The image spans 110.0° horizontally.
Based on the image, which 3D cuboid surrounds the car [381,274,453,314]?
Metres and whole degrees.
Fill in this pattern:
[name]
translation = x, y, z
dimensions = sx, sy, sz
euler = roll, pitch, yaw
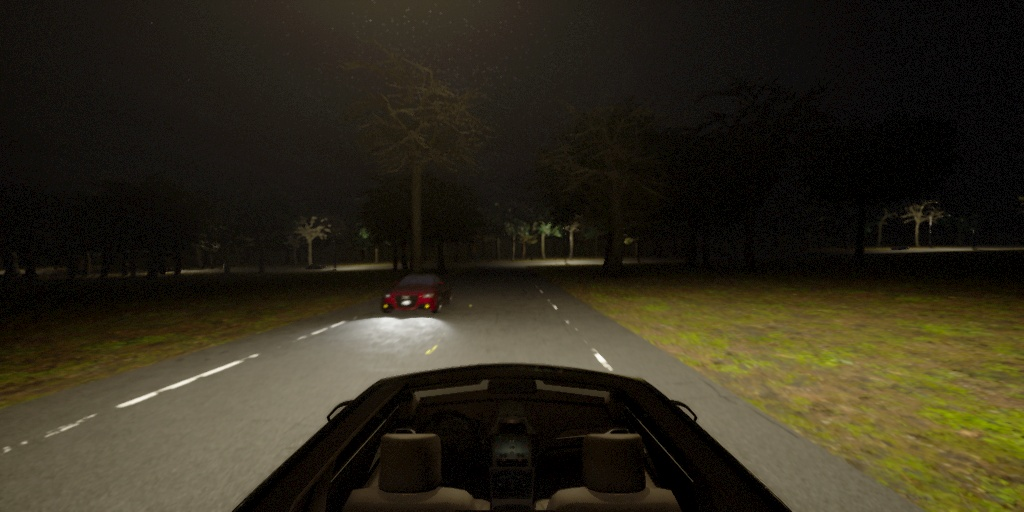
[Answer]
[car]
translation = -3.592, 1.403, 14.175
dimensions = 1.994, 1.385, 4.181
euler = 0, 0, 0
